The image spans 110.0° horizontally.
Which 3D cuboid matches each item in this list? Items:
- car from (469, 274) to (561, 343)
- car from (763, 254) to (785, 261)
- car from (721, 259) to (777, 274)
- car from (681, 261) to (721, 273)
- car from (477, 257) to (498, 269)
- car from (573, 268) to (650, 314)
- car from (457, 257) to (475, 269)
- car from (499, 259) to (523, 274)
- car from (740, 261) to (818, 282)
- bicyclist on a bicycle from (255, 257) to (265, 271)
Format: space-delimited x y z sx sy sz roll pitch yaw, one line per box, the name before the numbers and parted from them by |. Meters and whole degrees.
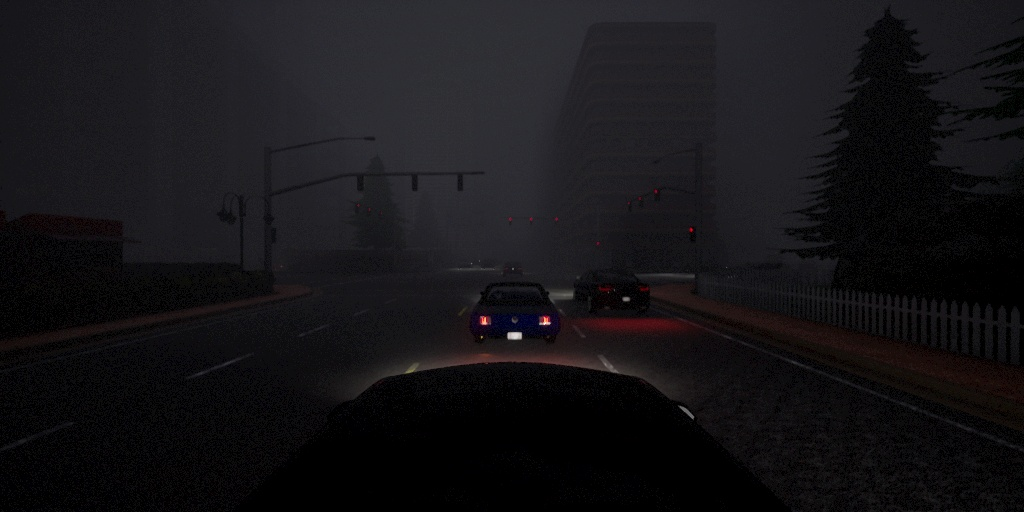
car | 0.072 1.329 9.499 1.895 1.301 4.718 0 0 0
car | 35.052 0.786 47.920 2.150 2.045 5.566 0 0 39
car | 23.071 1.200 34.927 4.718 1.301 1.895 0 0 -23
car | 20.022 1.193 37.476 4.718 1.301 1.895 0 0 -20
car | -3.597 1.147 54.195 2.033 1.411 5.357 0 0 0
car | 3.584 1.193 13.706 1.882 1.535 5.008 0 0 0
car | -7.094 1.126 54.319 1.812 1.442 4.674 0 0 0
car | 0.084 1.182 34.353 2.033 1.411 5.357 0 0 0
car | 19.798 1.224 26.588 4.718 1.301 1.895 0 0 -15
bicyclist on a bicycle | -27.897 0.887 39.742 0.582 1.620 1.656 0 0 0
